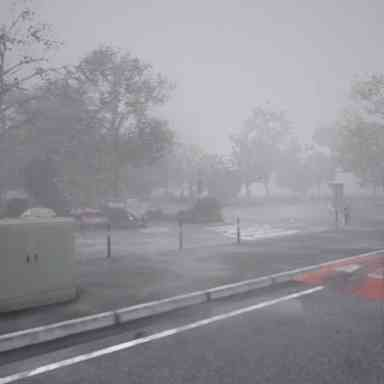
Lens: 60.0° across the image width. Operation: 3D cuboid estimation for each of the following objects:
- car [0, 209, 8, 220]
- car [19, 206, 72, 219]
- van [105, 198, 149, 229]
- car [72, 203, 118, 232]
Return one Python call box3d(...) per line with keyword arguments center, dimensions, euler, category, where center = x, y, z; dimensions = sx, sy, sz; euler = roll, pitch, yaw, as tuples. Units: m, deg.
box3d(center=(-11.500, 1.635, 18.564), dimensions=(2.163, 1.488, 4.792), euler=(1, 0, -36), category="car")
box3d(center=(-9.118, 1.624, 20.003), dimensions=(1.946, 1.575, 5.366), euler=(1, 0, -36), category="car")
box3d(center=(-4.641, 1.444, 23.288), dimensions=(1.878, 1.987, 4.442), euler=(1, 0, -36), category="van")
box3d(center=(-6.984, 1.678, 21.793), dimensions=(2.163, 1.488, 4.792), euler=(1, 0, -36), category="car")
